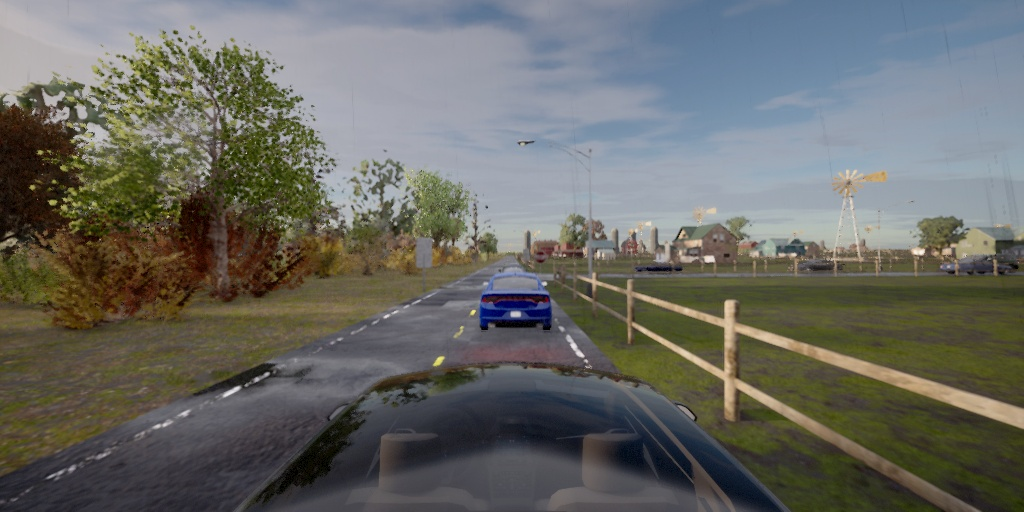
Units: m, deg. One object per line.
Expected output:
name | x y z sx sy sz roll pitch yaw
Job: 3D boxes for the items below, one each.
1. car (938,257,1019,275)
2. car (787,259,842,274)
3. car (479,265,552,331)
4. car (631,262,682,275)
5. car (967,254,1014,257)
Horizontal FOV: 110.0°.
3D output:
car | 44.599 1.069 34.575 5.357 1.411 2.033 0 0 0
car | 31.369 1.109 37.238 4.892 1.490 1.837 0 0 -1
car | 0.097 1.226 11.018 1.882 1.535 5.008 0 0 0
car | 14.797 1.276 36.951 4.718 1.301 1.895 0 0 -1
car | 49.172 0.830 37.456 5.566 2.045 2.150 0 0 -1
